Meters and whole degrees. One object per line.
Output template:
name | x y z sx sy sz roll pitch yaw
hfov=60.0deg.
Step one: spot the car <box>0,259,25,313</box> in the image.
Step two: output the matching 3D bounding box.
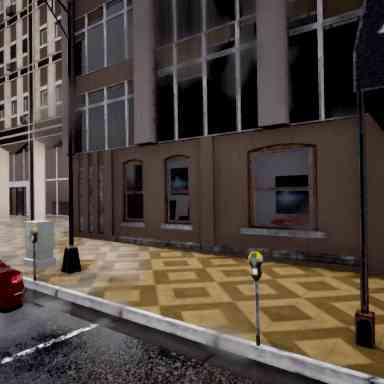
car | -4.803 1.584 6.322 4.206 1.307 1.802 0 -1 36
